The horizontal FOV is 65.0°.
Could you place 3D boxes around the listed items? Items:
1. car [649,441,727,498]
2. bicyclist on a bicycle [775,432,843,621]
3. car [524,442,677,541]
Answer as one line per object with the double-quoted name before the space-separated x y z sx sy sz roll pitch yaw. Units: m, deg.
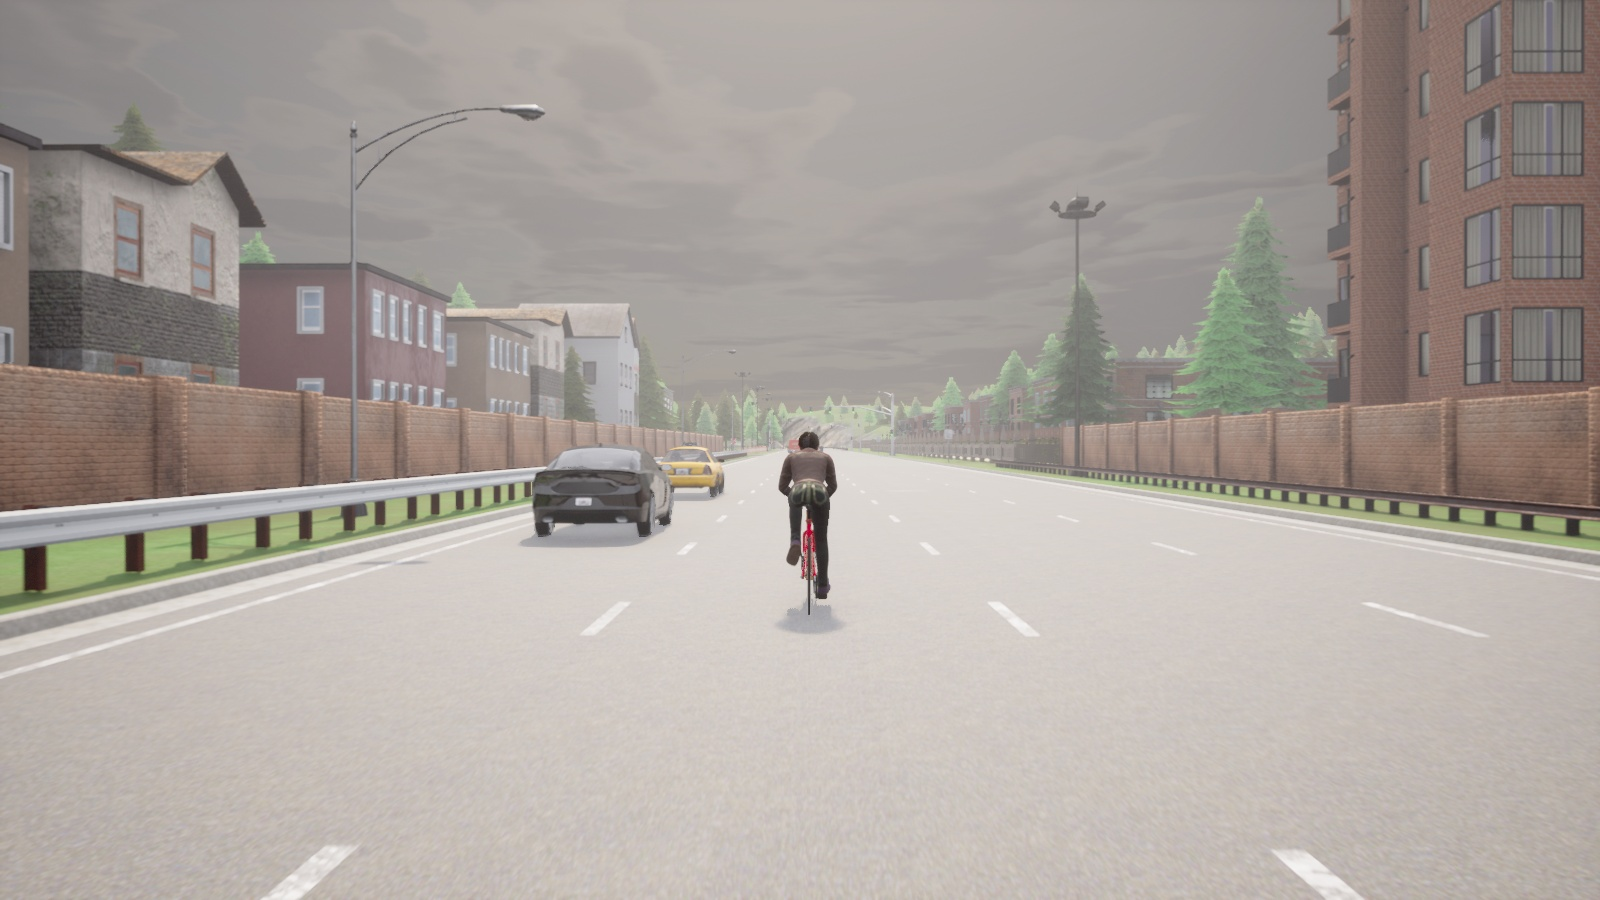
"car" -3.270 0.538 37.556 1.801 1.575 5.366 0 0 0
"bicyclist on a bicycle" 0.082 0.655 11.591 0.582 1.620 1.656 0 0 0
"car" -3.358 0.636 22.127 1.882 1.535 5.008 0 0 0
